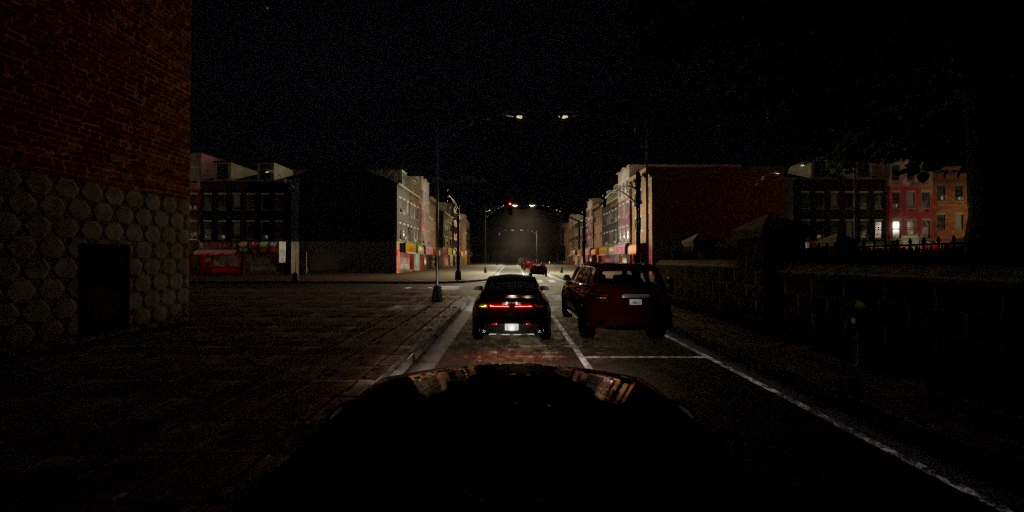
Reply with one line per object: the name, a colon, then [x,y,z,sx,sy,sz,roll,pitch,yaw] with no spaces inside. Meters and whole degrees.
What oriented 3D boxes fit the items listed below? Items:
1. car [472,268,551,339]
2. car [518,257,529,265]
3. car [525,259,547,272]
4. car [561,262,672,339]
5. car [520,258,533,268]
car: [-0.011,1.258,10.001,1.837,1.490,4.892,0,0,0]
car: [2.557,1.157,58.221,2.192,1.841,5.009,0,0,0]
car: [2.589,1.333,36.472,1.888,1.381,4.507,0,0,0]
car: [2.626,1.068,10.043,2.192,1.841,5.009,0,0,0]
car: [2.565,1.372,52.784,1.888,1.381,4.507,0,0,0]
